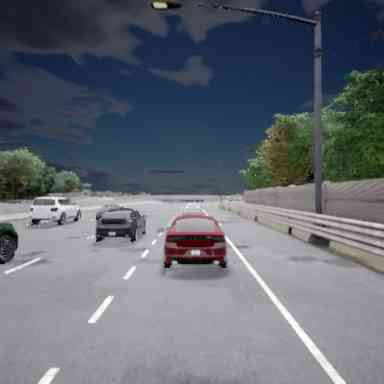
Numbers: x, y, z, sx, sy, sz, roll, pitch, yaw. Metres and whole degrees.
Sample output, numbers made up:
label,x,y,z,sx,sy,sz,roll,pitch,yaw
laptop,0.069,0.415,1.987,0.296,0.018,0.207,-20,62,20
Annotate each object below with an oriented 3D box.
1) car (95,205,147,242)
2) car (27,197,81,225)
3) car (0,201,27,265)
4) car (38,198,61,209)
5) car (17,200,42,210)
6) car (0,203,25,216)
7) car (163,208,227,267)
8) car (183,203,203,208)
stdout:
label,x,y,z,sx,sy,sz,roll,pitch,yaw
car,-3.502,1.596,16.997,1.837,1.490,4.892,0,0,0
car,-10.403,1.408,25.669,2.150,2.045,5.566,0,-1,0
car,-6.902,1.255,8.805,2.150,2.045,5.566,0,0,0
car,-24.507,1.924,57.475,2.097,1.767,4.553,0,-1,0
car,-28.007,2.190,57.438,1.837,1.490,4.892,0,-1,0
car,-21.095,1.925,37.845,1.994,1.385,4.181,0,-1,0
car,0.098,1.528,11.608,1.882,1.535,5.008,0,0,0
car,0.082,1.824,33.696,1.812,1.442,4.674,0,-1,0
